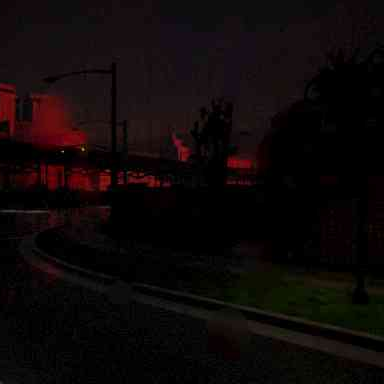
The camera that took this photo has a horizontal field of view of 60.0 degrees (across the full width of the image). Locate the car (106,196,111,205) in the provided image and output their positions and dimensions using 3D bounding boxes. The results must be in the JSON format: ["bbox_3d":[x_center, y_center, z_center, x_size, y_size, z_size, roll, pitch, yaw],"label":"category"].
[{"bbox_3d":[-9.036,1.291,47.337,2.033,1.411,5.357,0,1,37],"label":"car"}]

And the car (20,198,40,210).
[{"bbox_3d":[-18.471,1.403,40.645,1.812,1.442,4.674,0,1,37],"label":"car"}]

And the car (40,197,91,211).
[{"bbox_3d":[-14.903,1.364,39.560,1.837,1.490,4.892,0,1,37],"label":"car"}]

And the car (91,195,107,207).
[{"bbox_3d":[-12.956,1.260,47.952,2.128,1.511,4.902,0,1,37],"label":"car"}]
